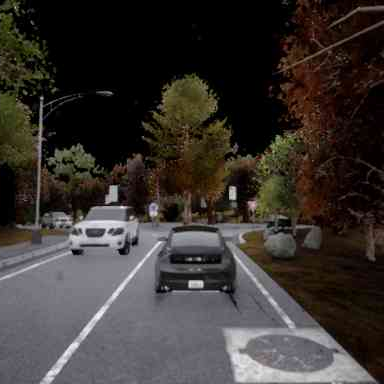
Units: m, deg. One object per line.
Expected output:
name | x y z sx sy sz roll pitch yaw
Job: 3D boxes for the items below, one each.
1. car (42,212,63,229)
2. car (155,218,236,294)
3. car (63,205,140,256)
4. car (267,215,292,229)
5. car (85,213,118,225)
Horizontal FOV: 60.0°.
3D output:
car | -16.027 3.325 39.259 2.150 2.045 5.566 3 -5 -39
car | 0.087 1.676 9.152 1.837 1.490 4.892 0 -1 0
car | -3.717 1.626 15.180 2.150 2.045 5.566 0 -3 -2
car | 11.116 3.639 41.729 2.097 1.767 4.553 -3 -5 32
car | -16.302 4.872 60.154 2.150 2.045 5.566 -5 -5 39
